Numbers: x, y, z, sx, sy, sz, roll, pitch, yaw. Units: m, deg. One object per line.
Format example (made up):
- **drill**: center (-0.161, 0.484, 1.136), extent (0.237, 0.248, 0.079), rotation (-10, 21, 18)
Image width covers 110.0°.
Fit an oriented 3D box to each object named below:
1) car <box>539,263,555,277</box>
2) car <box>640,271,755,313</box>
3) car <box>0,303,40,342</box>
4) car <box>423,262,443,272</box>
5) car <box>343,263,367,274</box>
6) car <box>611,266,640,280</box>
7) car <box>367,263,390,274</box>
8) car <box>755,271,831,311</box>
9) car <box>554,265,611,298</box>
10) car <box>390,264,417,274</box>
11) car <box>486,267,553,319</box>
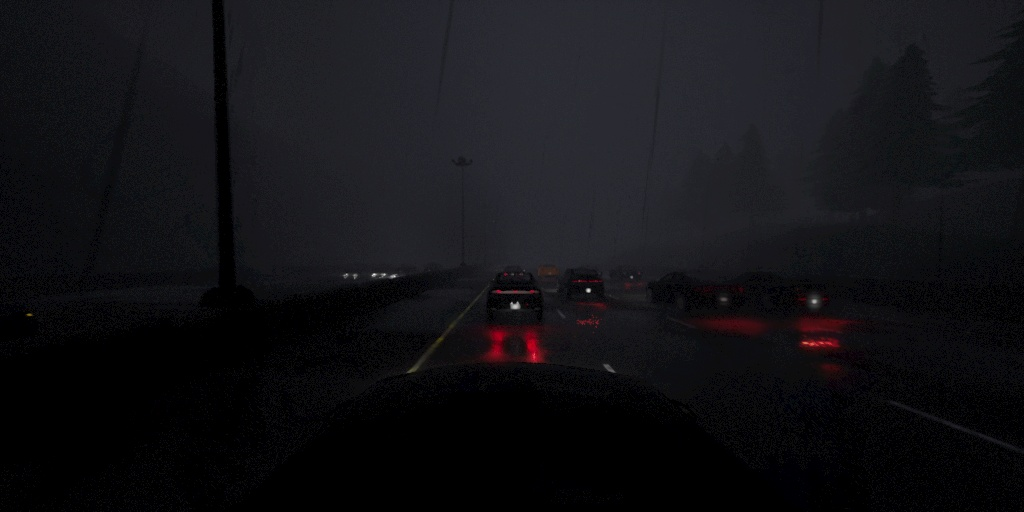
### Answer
- **car**: center (3.619, 1.490, 36.612), extent (1.882, 1.535, 5.008), rotation (0, 0, 0)
- **car**: center (7.106, 1.324, 14.492), extent (1.882, 1.535, 5.008), rotation (0, 0, 0)
- **car**: center (-10.598, 1.303, 5.365), extent (1.812, 1.442, 4.674), rotation (0, 0, 0)
- **car**: center (-10.552, 1.605, 48.176), extent (1.837, 1.490, 4.892), rotation (0, -1, 0)
- **car**: center (-21.042, 1.652, 49.041), extent (2.033, 1.411, 5.357), rotation (0, 0, 0)
- **car**: center (10.618, 1.593, 34.000), extent (1.895, 1.301, 4.718), rotation (0, 0, 0)
- **car**: center (-17.548, 1.667, 48.781), extent (1.994, 1.385, 4.181), rotation (0, -1, 0)
- **car**: center (10.606, 1.355, 14.991), extent (1.837, 1.490, 4.892), rotation (0, 0, 0)
- **car**: center (3.608, 1.387, 19.319), extent (1.837, 1.490, 4.892), rotation (0, 0, 0)
- **car**: center (-14.055, 1.693, 47.437), extent (1.895, 1.301, 4.718), rotation (0, 0, 0)
- **car**: center (0.104, 1.327, 13.205), extent (2.128, 1.511, 4.902), rotation (0, -1, 0)
